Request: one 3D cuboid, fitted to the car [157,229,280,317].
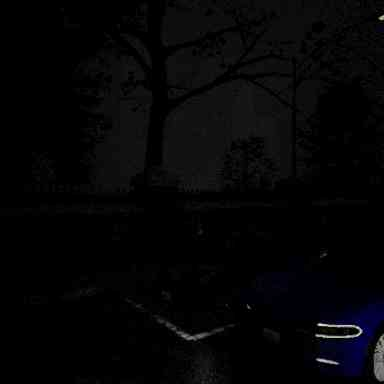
[{"bbox_3d":[1.297,1.568,7.481,4.313,1.339,1.947,0,0,-35],"label":"car"}]

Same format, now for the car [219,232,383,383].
[{"bbox_3d":[3.017,1.480,5.516,5.008,1.535,1.882,0,0,-35],"label":"car"}]
